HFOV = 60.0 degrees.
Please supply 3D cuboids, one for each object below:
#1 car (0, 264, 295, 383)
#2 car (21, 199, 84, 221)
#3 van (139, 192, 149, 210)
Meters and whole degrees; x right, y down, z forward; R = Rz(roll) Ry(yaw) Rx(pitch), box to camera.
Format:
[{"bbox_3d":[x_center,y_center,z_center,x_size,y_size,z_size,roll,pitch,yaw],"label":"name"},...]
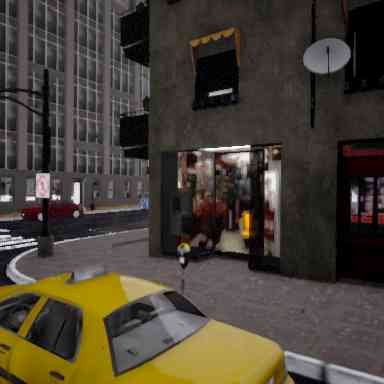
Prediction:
[{"bbox_3d":[-1.363,1.522,3.836,4.829,1.417,1.752,0,1,36],"label":"car"},{"bbox_3d":[-10.075,1.253,24.262,1.887,1.381,4.507,2,2,35],"label":"car"},{"bbox_3d":[-3.574,0.874,33.516,1.690,1.788,3.998,2,2,35],"label":"van"}]
